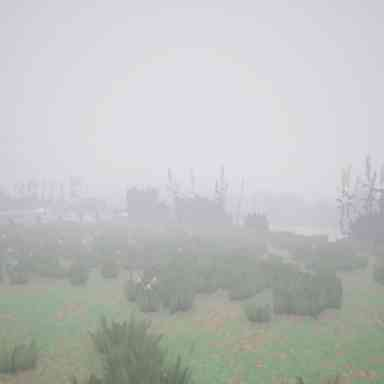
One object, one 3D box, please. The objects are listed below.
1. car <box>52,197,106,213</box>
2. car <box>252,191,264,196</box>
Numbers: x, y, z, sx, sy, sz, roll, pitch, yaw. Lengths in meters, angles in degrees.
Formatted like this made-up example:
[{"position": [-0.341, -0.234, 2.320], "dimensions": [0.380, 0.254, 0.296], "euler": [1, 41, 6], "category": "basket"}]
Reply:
[{"position": [-10.122, 1.254, 30.141], "dimensions": [1.837, 1.490, 4.892], "euler": [0, 2, 41], "category": "car"}, {"position": [10.579, 0.871, 47.269], "dimensions": [2.150, 2.045, 5.566], "euler": [0, -2, 44], "category": "car"}]
